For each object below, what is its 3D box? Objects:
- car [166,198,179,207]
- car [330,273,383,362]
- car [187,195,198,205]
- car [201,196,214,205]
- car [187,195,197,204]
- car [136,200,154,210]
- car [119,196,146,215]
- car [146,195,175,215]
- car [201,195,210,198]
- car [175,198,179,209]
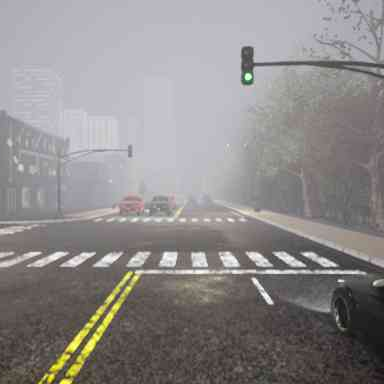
[{"bbox_3d":[-3.345,1.790,57.489,1.882,1.535,5.008,0,0,1],"label":"car"},{"bbox_3d":[3.349,1.588,4.028,1.994,1.385,4.181,0,0,0],"label":"car"},{"bbox_3d":[0.100,1.844,67.633,1.882,1.535,5.008,0,0,0],"label":"car"},{"bbox_3d":[3.350,1.961,66.597,1.895,1.301,4.718,0,0,0],"label":"car"},{"bbox_3d":[0.000,1.644,77.828,2.150,2.045,5.566,0,0,0],"label":"car"},{"bbox_3d":[-6.591,1.823,47.408,1.994,1.385,4.181,0,0,0],"label":"car"},{"bbox_3d":[-6.601,1.425,37.089,2.150,2.045,5.566,0,0,0],"label":"car"},{"bbox_3d":[-3.352,1.421,36.339,2.150,2.045,5.566,0,0,0],"label":"car"},{"bbox_3d":[3.250,1.638,76.578,2.150,2.045,5.566,0,0,0],"label":"car"},{"bbox_3d":[-3.339,1.479,46.941,2.150,2.045,5.566,0,0,1],"label":"car"}]
